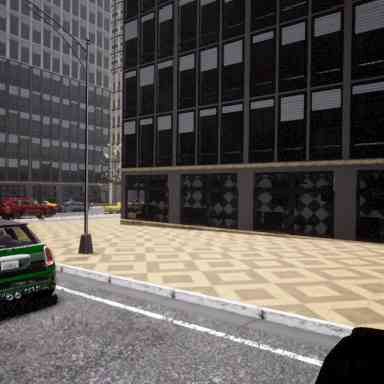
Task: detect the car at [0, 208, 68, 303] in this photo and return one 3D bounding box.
[{"bbox_3d":[-5.033,1.348,7.283,4.553,1.767,2.097,0,0,36],"label":"car"}]

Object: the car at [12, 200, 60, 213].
[{"bbox_3d":[-18.444,1.642,39.553,1.752,1.417,4.829,1,0,37],"label":"car"}]

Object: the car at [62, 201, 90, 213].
[{"bbox_3d":[-14.564,1.749,40.423,1.994,1.385,4.181,1,0,37],"label":"car"}]

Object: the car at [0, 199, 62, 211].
[{"bbox_3d":[-14.962,1.519,30.172,2.192,1.841,5.009,1,0,37],"label":"car"}]

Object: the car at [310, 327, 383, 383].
[{"bbox_3d":[2.966,1.601,1.565,4.718,1.301,1.895,0,0,36],"label":"car"}]

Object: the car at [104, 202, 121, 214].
[{"bbox_3d":[-8.149,1.830,39.372,1.752,1.417,4.829,1,0,37],"label":"car"}]
